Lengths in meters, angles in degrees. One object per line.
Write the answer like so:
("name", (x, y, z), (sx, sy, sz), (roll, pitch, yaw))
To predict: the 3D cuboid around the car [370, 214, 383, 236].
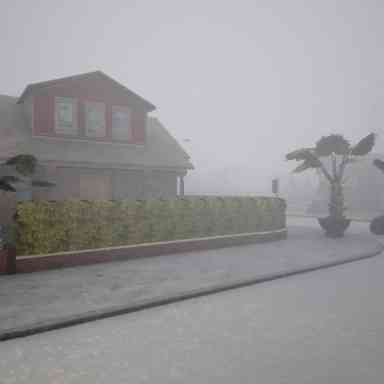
("car", (10.704, 1.564, 15.978), (1.994, 1.385, 4.181), (0, 0, -12))
